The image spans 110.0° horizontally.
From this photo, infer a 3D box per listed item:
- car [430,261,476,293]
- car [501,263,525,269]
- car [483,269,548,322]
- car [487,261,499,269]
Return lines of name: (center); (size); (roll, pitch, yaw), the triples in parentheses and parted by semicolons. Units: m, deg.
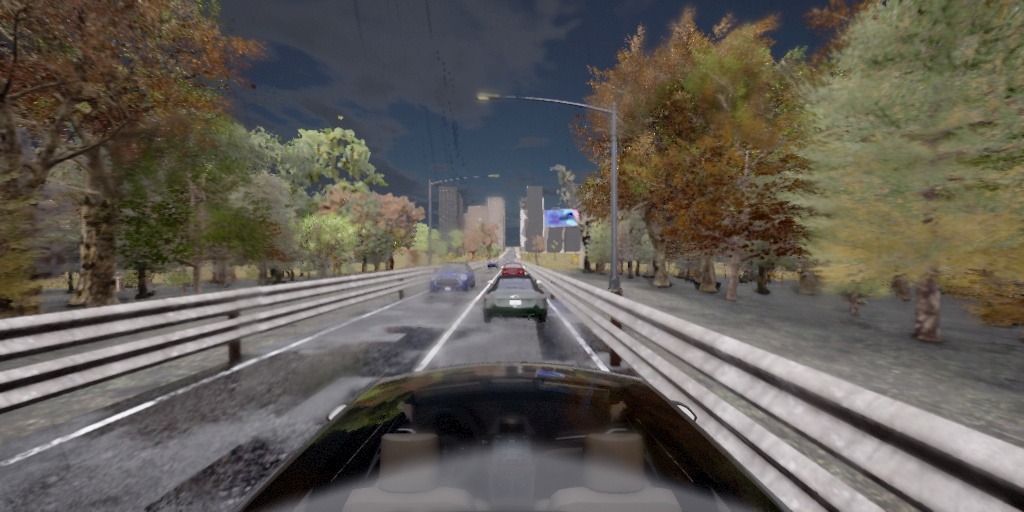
car: (-3.347, 1.127, 20.934); (2.097, 1.767, 4.553); (0, 0, 0)
car: (0.098, 1.291, 30.569); (1.882, 1.535, 5.008); (0, 0, 0)
car: (0.098, 1.311, 12.303); (1.994, 1.385, 4.181); (0, 0, 0)
car: (-3.313, 1.540, 62.118); (1.895, 1.301, 4.718); (0, 0, 1)
